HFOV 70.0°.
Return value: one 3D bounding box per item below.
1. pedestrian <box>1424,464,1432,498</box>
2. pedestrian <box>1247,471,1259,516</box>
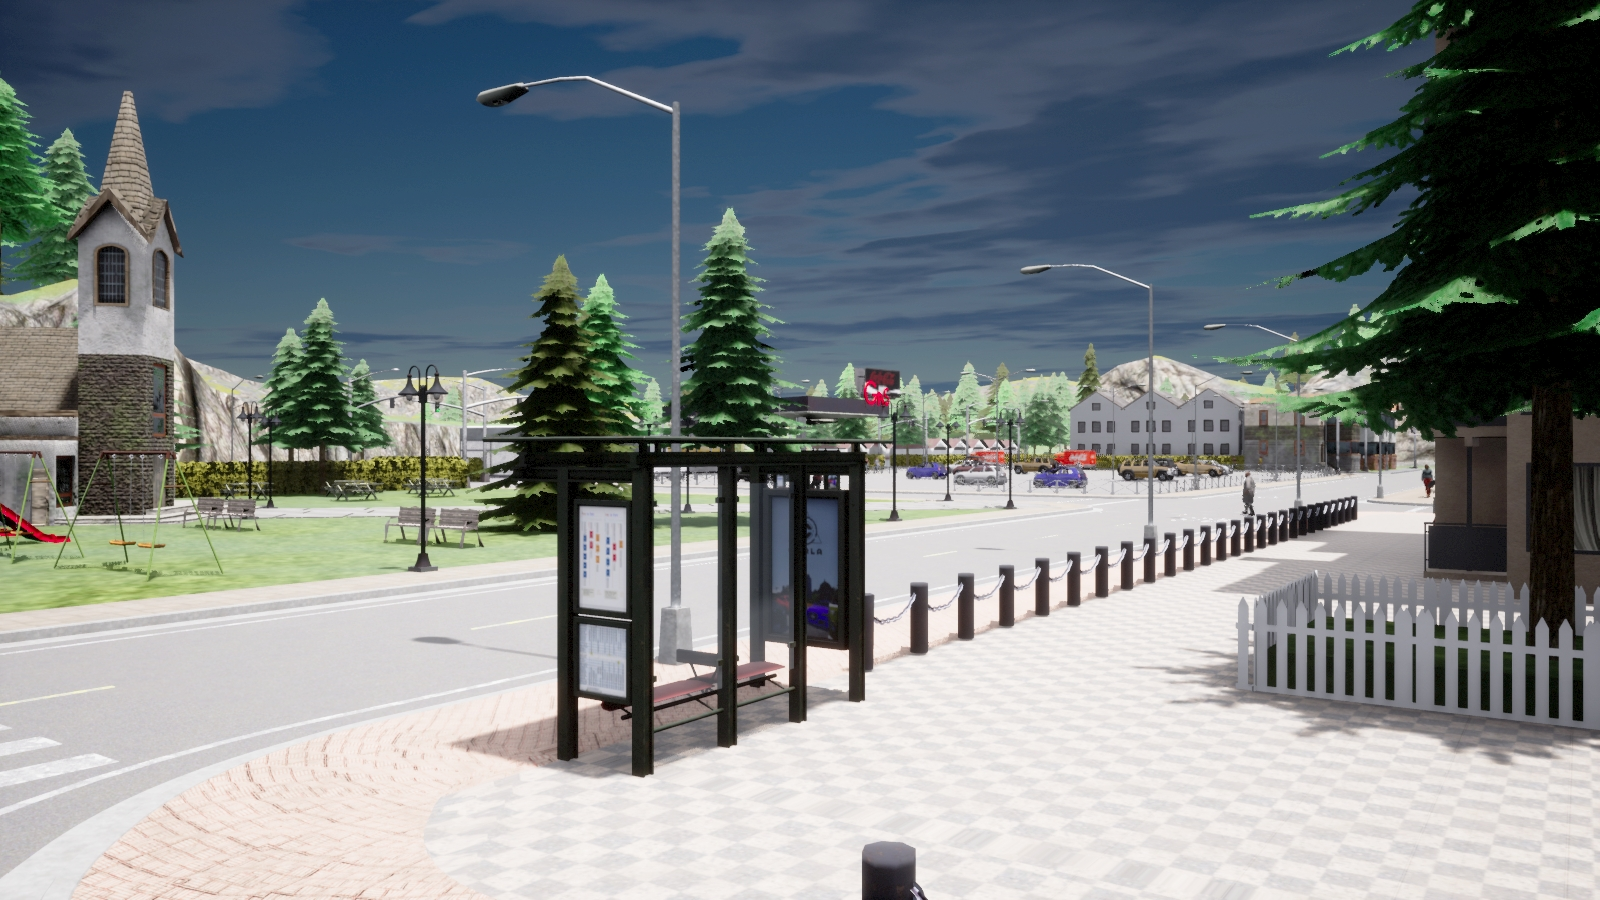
[{"bbox_3d":[34.078,1.671,62.038,0.375,1.860,0.375,0,0,30],"label":"pedestrian"},{"bbox_3d":[19.010,1.821,47.952,0.375,1.860,0.375,0,0,40],"label":"pedestrian"}]
